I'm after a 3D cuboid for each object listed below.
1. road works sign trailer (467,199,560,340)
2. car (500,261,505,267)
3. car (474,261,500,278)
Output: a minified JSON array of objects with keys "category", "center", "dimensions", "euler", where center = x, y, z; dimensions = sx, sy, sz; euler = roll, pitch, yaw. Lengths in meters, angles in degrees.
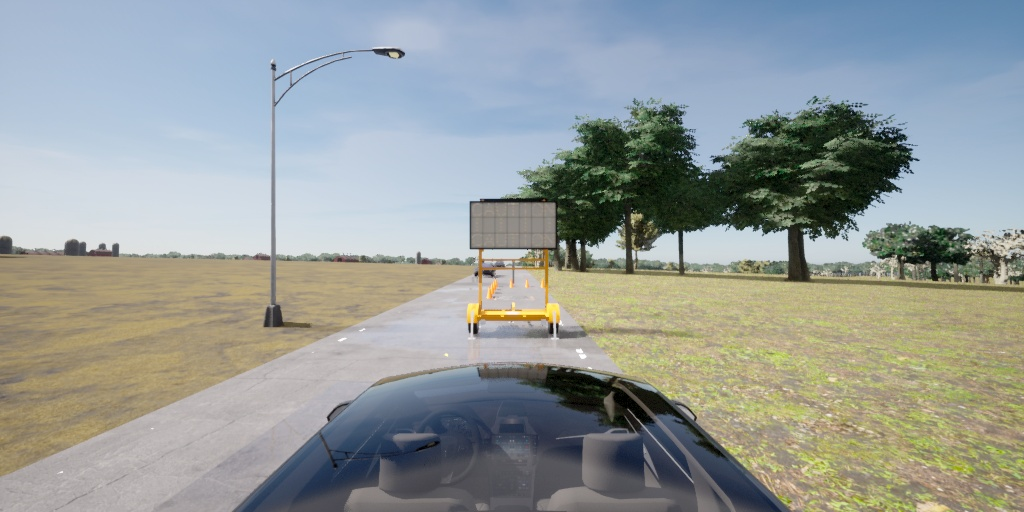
[{"category":"road works sign trailer","center":[0.040,0.220,9.972],"dimensions":[2.380,3.560,2.880],"euler":[0,0,0]},{"category":"car","center":[-2.331,1.598,65.347],"dimensions":[1.994,1.385,4.181],"euler":[0,-1,0]},{"category":"car","center":[-2.624,1.370,35.306],"dimensions":[2.033,1.411,5.357],"euler":[0,0,0]}]
